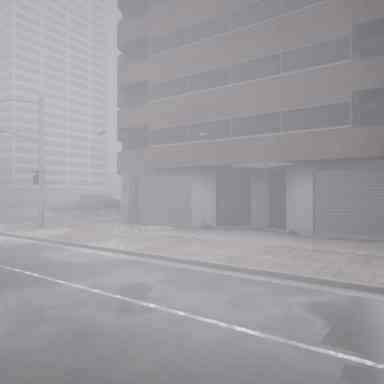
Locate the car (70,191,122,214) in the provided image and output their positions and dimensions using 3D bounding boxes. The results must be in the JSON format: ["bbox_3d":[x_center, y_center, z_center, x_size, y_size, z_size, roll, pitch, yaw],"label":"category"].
[{"bbox_3d":[-9.527,1.217,35.077,2.150,2.045,5.566,0,0,35],"label":"car"}]

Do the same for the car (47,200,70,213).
[{"bbox_3d":[-13.034,1.543,36.532,2.033,1.411,5.357,0,0,35],"label":"car"}]
